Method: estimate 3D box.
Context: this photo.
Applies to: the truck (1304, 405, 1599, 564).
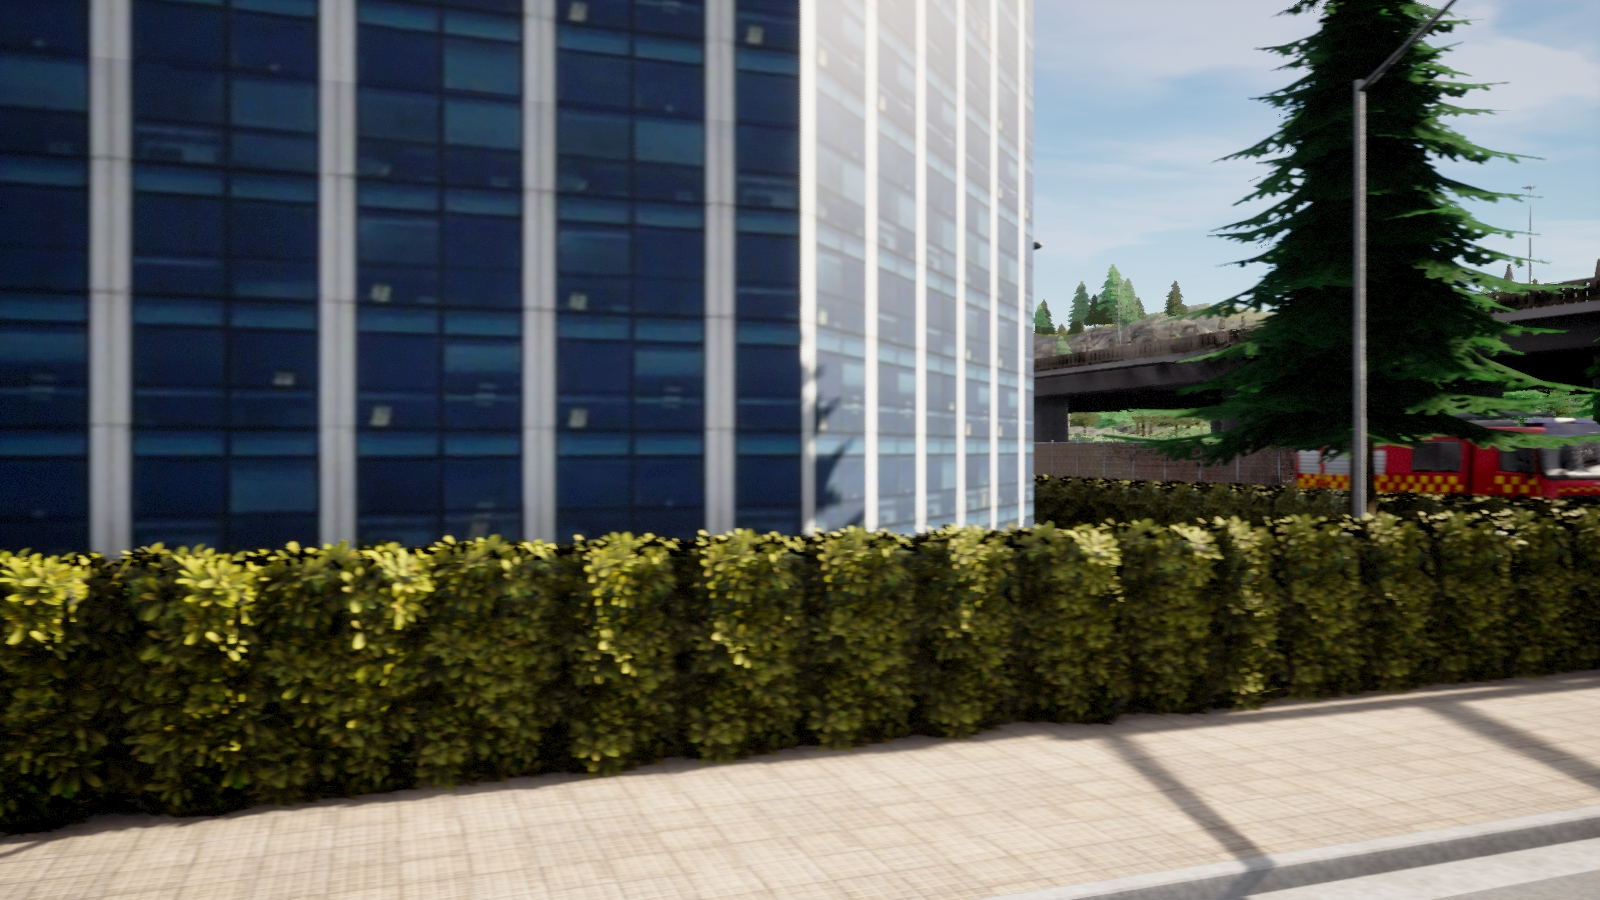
[{"bbox_3d":[18.471,0.836,32.009,2.891,3.827,8.468,0,0,-20],"label":"truck"}]
